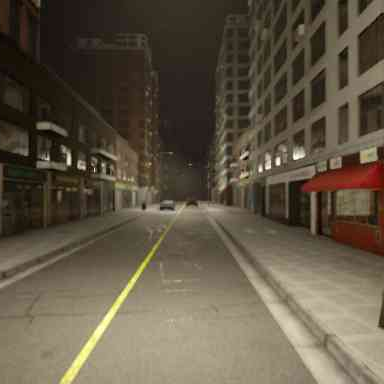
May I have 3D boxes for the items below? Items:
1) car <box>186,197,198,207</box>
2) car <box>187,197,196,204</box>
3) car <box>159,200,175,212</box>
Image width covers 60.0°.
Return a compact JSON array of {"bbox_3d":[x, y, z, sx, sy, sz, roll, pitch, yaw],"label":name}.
[{"bbox_3d":[0.015,1.864,59.441,1.812,1.442,4.674,0,0,0],"label":"car"},{"bbox_3d":[-0.108,1.950,76.485,1.882,1.535,5.008,0,-1,0],"label":"car"},{"bbox_3d":[-3.154,1.777,43.416,2.033,1.411,5.357,0,0,0],"label":"car"}]
